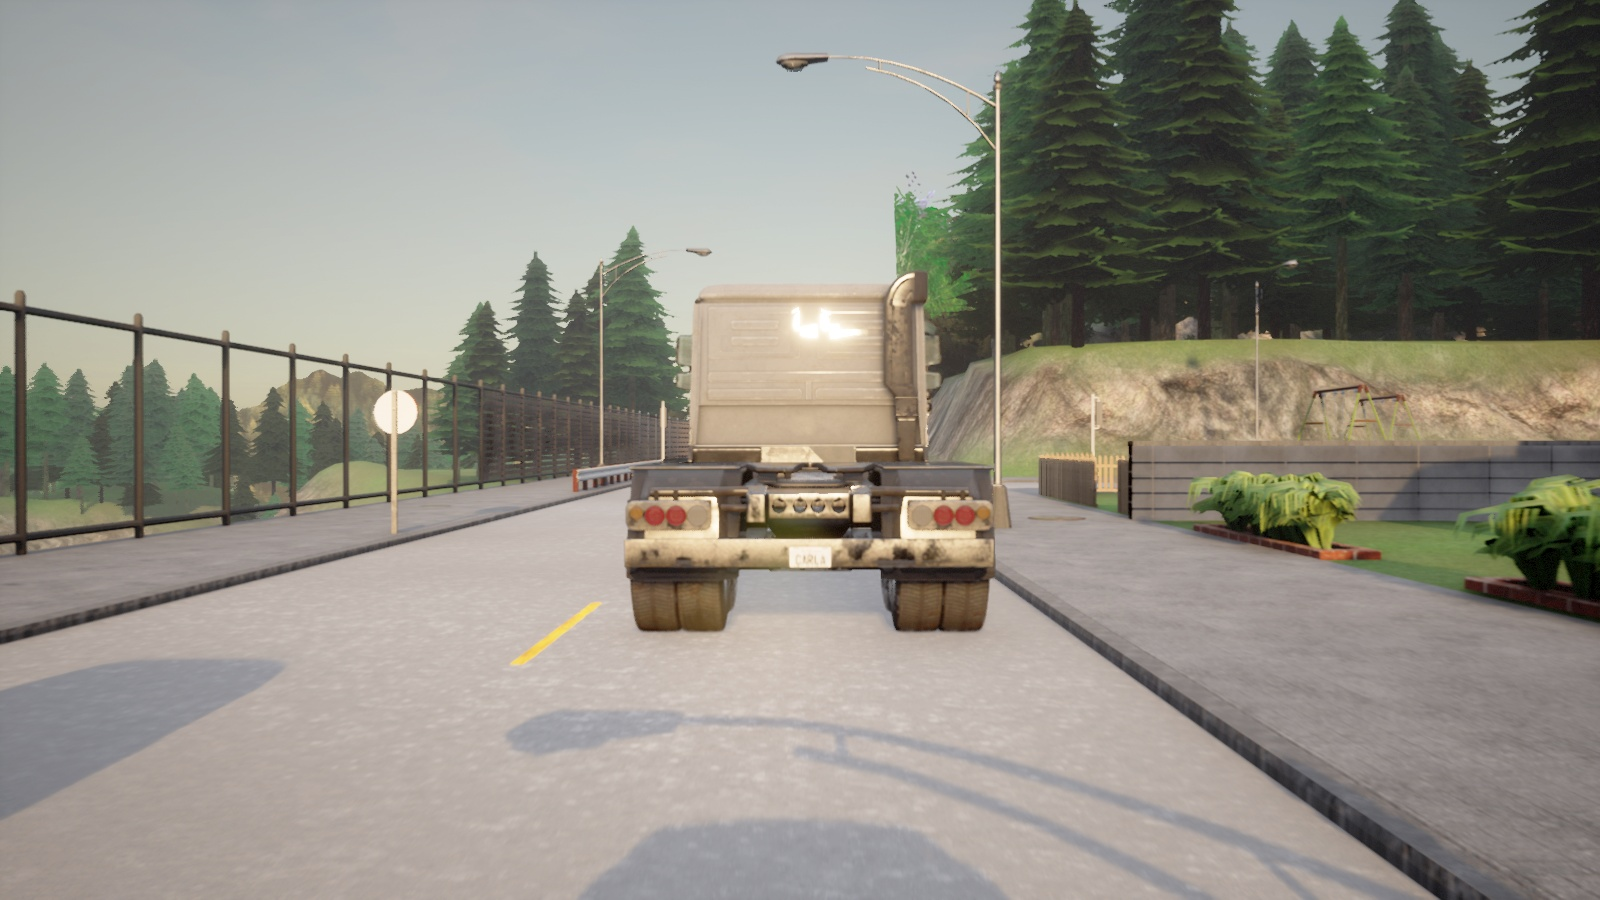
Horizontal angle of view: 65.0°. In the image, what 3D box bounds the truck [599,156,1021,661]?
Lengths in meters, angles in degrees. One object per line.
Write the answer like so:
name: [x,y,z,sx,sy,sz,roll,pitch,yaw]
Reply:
truck: [0.089,-0.306,12.579,2.891,3.462,7.936,0,0,0]
